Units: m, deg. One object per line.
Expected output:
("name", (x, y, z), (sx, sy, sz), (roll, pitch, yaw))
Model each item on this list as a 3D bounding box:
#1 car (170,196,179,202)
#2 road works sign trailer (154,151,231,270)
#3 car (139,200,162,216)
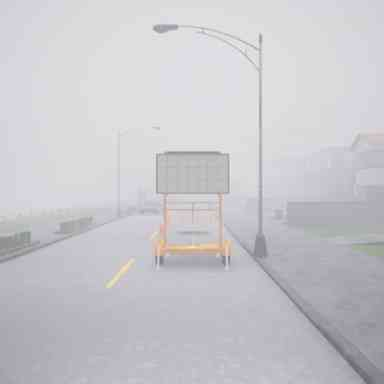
("car", (-3.842, 1.544, 74.442), (1.994, 1.385, 4.181), (0, 0, 0))
("road works sign trailer", (0.022, 0.463, 11.029), (2.380, 3.560, 2.880), (0, 0, 0))
("car", (-4.031, 1.544, 33.184), (2.033, 1.411, 5.357), (0, 0, 0))
